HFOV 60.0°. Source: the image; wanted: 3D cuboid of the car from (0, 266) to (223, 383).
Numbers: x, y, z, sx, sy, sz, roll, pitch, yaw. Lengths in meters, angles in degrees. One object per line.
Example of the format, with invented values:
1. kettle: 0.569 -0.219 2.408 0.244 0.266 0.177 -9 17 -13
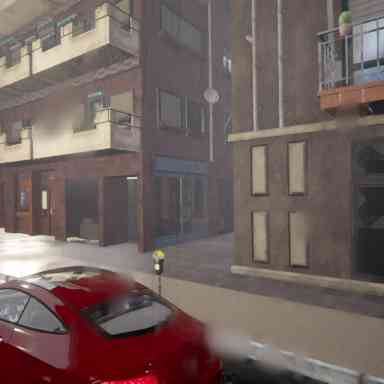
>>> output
1. car: -1.633 1.583 4.011 4.206 1.307 1.802 0 -1 35
